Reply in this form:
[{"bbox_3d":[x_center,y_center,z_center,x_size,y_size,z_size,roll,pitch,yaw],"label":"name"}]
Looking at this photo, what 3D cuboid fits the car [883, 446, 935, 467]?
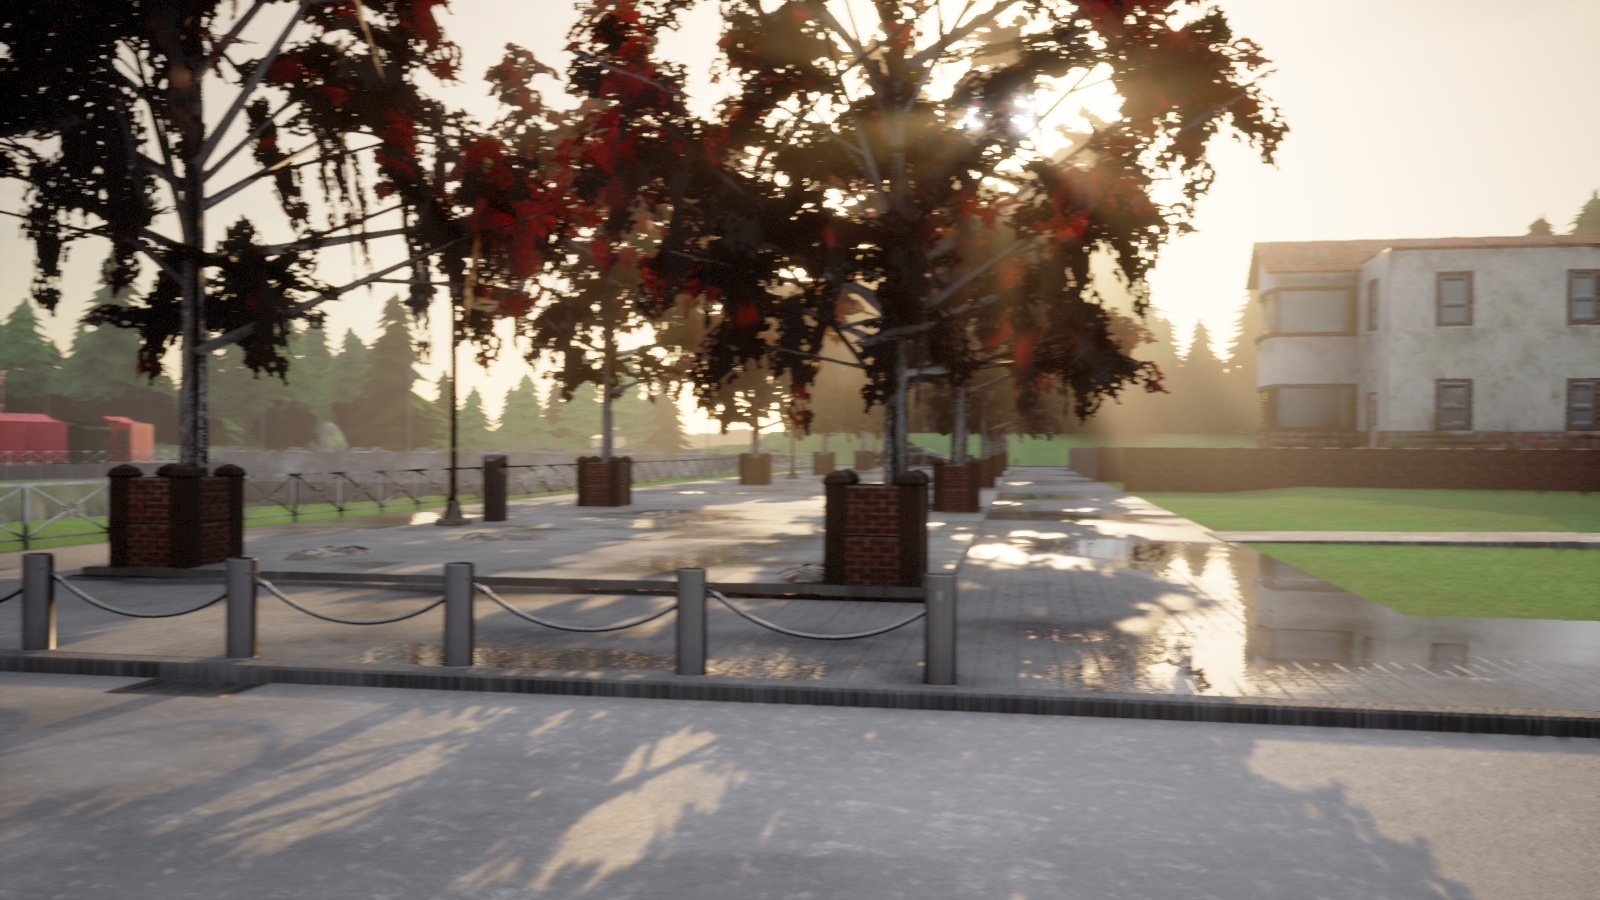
[{"bbox_3d":[7.957,0.484,91.379,3.633,1.501,1.845,0,0,9],"label":"car"}]
